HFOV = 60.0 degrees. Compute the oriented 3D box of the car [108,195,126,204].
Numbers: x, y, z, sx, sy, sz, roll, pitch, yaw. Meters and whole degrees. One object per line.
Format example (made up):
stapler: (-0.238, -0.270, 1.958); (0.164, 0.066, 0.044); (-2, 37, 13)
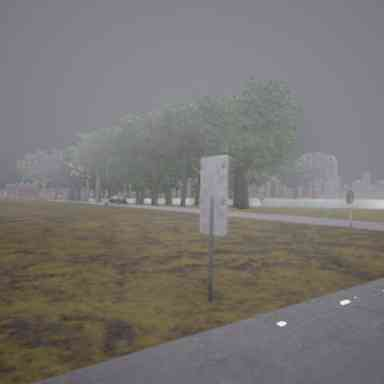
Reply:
car: (-14.192, 1.415, 63.081); (2.097, 1.767, 4.553); (2, -1, -35)
